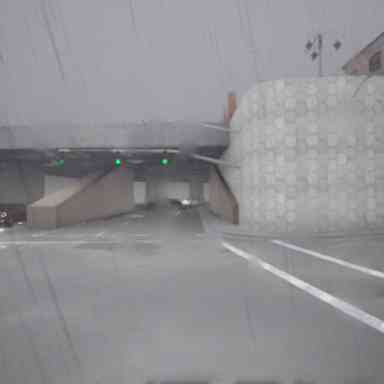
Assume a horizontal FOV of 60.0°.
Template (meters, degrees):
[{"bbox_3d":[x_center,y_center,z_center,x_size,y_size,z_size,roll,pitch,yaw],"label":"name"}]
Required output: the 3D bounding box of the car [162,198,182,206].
[{"bbox_3d":[-3.936,1.978,67.131,1.837,1.490,4.892,-1,0,26],"label":"car"}]

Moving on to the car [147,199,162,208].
[{"bbox_3d":[-6.385,1.971,56.767,2.033,1.411,5.357,-1,0,5],"label":"car"}]

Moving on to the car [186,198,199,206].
[{"bbox_3d":[-0.266,1.965,66.770,1.812,1.442,4.674,-1,0,29],"label":"car"}]

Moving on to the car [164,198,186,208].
[{"bbox_3d":[-2.862,1.884,56.827,2.128,1.511,4.902,-1,0,6],"label":"car"}]

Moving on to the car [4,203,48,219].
[{"bbox_3d":[-17.528,1.919,35.406,2.033,1.411,5.357,-1,0,0],"label":"car"}]

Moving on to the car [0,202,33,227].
[{"bbox_3d":[-14.050,1.622,25.403,2.097,1.767,4.553,-1,0,0],"label":"car"}]
